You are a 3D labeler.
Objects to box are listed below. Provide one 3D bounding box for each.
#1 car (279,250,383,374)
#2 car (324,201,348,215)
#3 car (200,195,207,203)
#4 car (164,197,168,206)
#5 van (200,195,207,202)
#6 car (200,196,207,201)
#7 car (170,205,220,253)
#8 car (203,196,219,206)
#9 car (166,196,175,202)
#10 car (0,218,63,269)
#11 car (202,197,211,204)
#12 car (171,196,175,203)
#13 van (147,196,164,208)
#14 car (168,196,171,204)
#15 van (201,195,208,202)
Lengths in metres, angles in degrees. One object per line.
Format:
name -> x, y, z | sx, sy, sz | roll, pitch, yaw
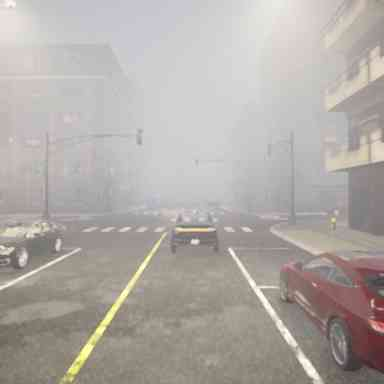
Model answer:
car -> 2.668, 1.598, 5.390 | 1.802, 1.307, 4.206 | 1, 0, 0
car -> 15.551, 1.607, 33.284 | 4.507, 1.381, 1.887 | 0, -1, 1
car -> 2.981, 1.736, 66.100 | 2.008, 1.369, 4.403 | 1, 0, 0
car -> -5.472, 1.721, 54.837 | 1.947, 1.339, 4.313 | 1, 0, 0
van -> 3.131, 1.588, 88.781 | 1.690, 1.788, 3.998 | 1, 0, 0
car -> 3.164, 1.844, 94.451 | 1.802, 1.307, 4.206 | 1, 0, 0
car -> 0.108, 1.532, 13.937 | 2.128, 1.511, 4.902 | 0, 0, 0
car -> 2.968, 1.685, 47.512 | 2.008, 1.369, 4.403 | 1, 0, 0
car -> -5.289, 1.777, 83.190 | 1.887, 1.381, 4.507 | 1, 0, 0
car -> -5.768, 1.584, 11.129 | 2.008, 1.369, 4.403 | 1, 0, 0
car -> 3.017, 1.782, 71.770 | 1.802, 1.307, 4.206 | 1, 0, 0
car -> -5.362, 1.768, 71.849 | 1.947, 1.339, 4.313 | 1, 0, 0
van -> -5.580, 1.481, 49.175 | 1.690, 1.788, 3.998 | 1, 0, 0
car -> -5.433, 1.611, 60.508 | 1.967, 1.590, 4.097 | 1, 0, 0
van -> 3.094, 1.572, 83.111 | 1.690, 1.788, 3.998 | 1, 0, 0
